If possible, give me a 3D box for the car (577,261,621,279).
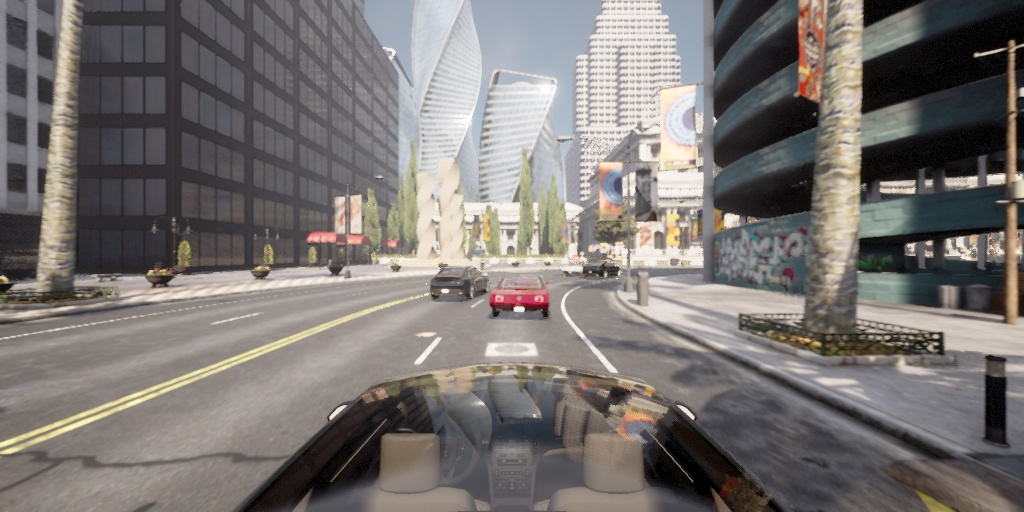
[{"bbox_3d":[8.033,1.172,31.728,1.882,1.535,5.008,0,0,38],"label":"car"}]

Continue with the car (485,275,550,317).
[{"bbox_3d":[0.407,1.330,13.136,1.895,1.301,4.718,0,0,5],"label":"car"}]

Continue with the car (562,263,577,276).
[{"bbox_3d":[7.084,1.287,35.992,1.895,1.301,4.718,0,0,43],"label":"car"}]

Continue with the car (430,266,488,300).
[{"bbox_3d":[-2.408,1.226,17.575,1.837,1.490,4.892,0,0,10],"label":"car"}]
